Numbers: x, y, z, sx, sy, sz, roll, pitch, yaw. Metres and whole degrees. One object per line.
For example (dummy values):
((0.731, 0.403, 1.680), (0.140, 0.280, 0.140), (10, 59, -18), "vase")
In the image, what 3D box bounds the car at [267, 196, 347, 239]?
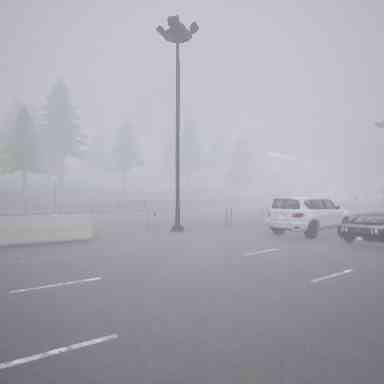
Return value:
((6.307, 1.255, 17.691), (5.566, 2.045, 2.150), (0, 0, -40), "car")

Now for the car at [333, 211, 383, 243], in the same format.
((8.550, 1.613, 15.003), (4.718, 1.301, 1.895), (0, 0, -40), "car")
